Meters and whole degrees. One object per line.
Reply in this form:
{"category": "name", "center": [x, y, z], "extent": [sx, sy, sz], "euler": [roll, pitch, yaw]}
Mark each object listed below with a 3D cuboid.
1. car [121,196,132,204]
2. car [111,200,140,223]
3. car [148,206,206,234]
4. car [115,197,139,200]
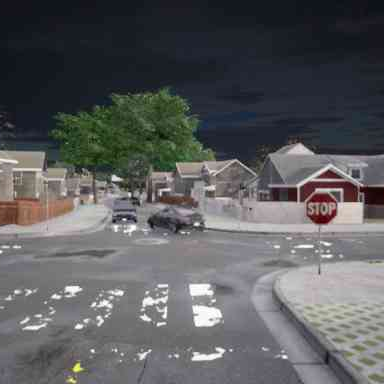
{"category": "car", "center": [-12.971, 1.571, 65.715], "extent": [1.882, 1.535, 5.008], "euler": [0, 0, -16]}
{"category": "car", "center": [-5.282, 1.594, 26.378], "extent": [2.033, 1.411, 5.357], "euler": [0, 0, -10]}
{"category": "car", "center": [-0.959, 1.550, 19.615], "extent": [1.812, 1.442, 4.674], "euler": [-2, 1, -32]}
{"category": "car", "center": [-7.302, 1.611, 36.402], "extent": [2.033, 1.411, 5.357], "euler": [0, 0, -13]}
